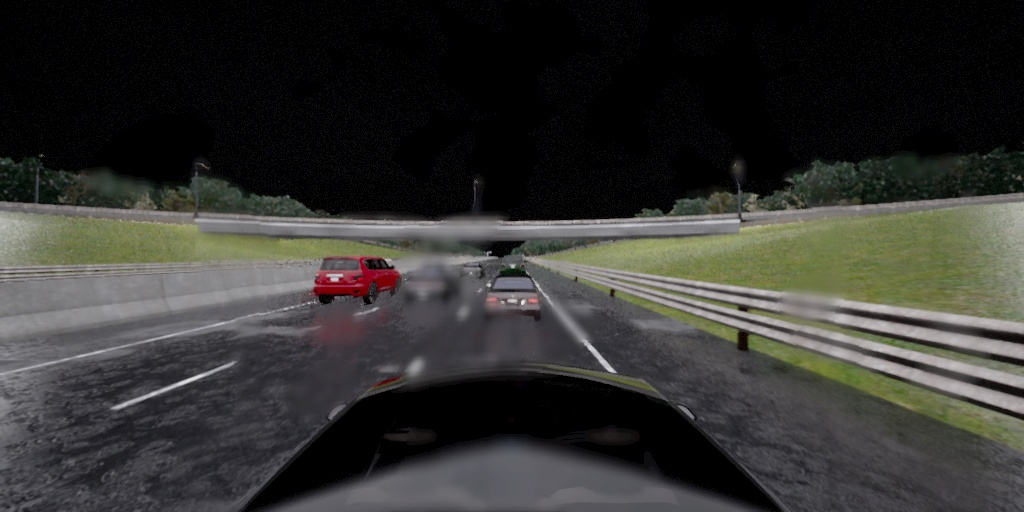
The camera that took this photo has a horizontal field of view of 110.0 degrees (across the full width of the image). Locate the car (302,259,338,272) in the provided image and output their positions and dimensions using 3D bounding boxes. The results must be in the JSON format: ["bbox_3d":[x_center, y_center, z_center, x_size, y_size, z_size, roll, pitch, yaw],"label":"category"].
[{"bbox_3d":[-24.590,1.185,46.154,1.882,1.535,5.008,0,0,0],"label":"car"}]

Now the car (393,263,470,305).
[{"bbox_3d":[-3.422,1.281,16.271,2.128,1.511,4.902,0,0,0],"label":"car"}]

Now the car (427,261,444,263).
[{"bbox_3d":[-6.919,1.237,32.661,2.128,1.511,4.902,0,0,0],"label":"car"}]

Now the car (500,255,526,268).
[{"bbox_3d":[0.084,0.968,31.813,2.150,2.045,5.566,0,0,0],"label":"car"}]

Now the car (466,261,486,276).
[{"bbox_3d":[-3.418,1.237,32.651,2.128,1.511,4.902,0,0,0],"label":"car"}]

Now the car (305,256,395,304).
[{"bbox_3d":[-6.919,1.009,16.682,2.150,2.045,5.566,0,0,0],"label":"car"}]

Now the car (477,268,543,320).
[{"bbox_3d":[0.061,1.341,12.749,2.033,1.411,5.357,0,0,0],"label":"car"}]
